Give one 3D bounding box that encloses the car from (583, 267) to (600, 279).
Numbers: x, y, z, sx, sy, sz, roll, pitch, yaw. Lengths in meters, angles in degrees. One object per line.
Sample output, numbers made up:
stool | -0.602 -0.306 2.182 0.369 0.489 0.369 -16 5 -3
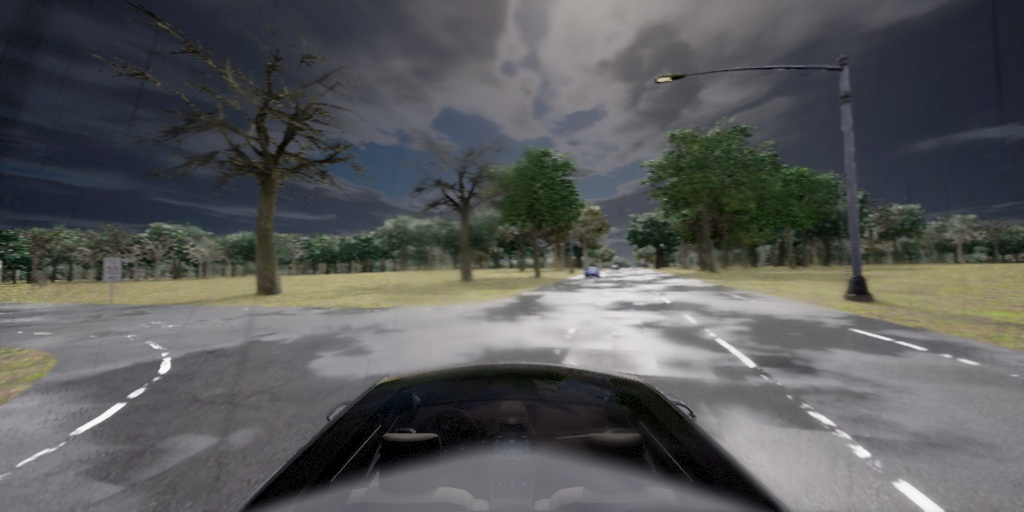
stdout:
car | 10.261 2.109 46.017 1.882 1.535 5.008 -3 -2 16
